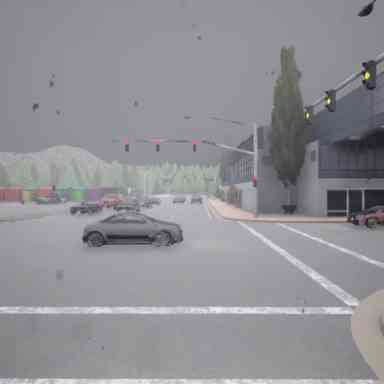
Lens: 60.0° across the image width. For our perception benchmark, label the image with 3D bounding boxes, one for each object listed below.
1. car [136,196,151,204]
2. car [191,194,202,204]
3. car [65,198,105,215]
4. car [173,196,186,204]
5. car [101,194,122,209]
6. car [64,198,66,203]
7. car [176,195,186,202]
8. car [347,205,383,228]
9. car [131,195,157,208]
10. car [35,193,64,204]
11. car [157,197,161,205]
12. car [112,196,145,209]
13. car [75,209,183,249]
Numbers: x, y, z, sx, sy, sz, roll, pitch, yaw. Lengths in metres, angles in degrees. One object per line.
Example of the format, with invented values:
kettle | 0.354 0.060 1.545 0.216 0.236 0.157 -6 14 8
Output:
car | -9.667 1.548 66.641 2.033 1.411 5.357 0 0 2
car | 0.885 1.352 64.252 2.097 1.767 4.553 0 0 2
car | -10.641 1.601 33.515 1.895 1.301 4.718 0 0 1
car | -2.688 1.564 65.102 1.994 1.385 4.181 0 0 2
car | -10.412 1.221 43.279 2.150 2.045 5.566 0 0 2
car | -24.735 1.395 60.149 3.806 1.475 1.970 0 0 0
car | -2.401 1.470 74.893 1.994 1.385 4.181 0 0 2
car | 12.336 1.564 21.445 4.181 1.385 1.994 0 0 0
car | -6.788 1.491 47.153 2.128 1.511 4.902 0 0 2
car | -24.757 1.156 57.254 3.866 1.878 1.905 0 0 0
car | -6.488 1.564 57.102 1.994 1.385 4.181 0 0 2
car | -7.062 1.547 37.409 2.033 1.411 5.357 0 0 1
car | -2.458 1.564 14.125 4.181 1.385 1.994 0 0 -2
